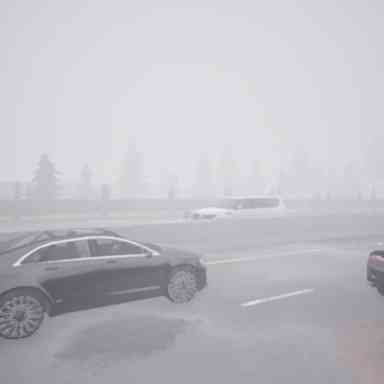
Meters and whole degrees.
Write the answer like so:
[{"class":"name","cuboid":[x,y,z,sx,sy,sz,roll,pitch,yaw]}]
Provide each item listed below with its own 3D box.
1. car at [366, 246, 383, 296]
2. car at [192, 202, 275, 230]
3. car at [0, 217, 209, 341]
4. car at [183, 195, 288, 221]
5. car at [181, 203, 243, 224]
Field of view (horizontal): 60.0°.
[{"class":"car","cuboid":[5.808,1.499,7.068,4.902,1.511,2.128,0,0,-29]},{"class":"car","cuboid":[2.682,1.471,21.438,4.902,1.511,2.128,0,0,-26]},{"class":"car","cuboid":[-1.907,1.466,6.479,4.902,1.511,2.128,0,0,-34]},{"class":"car","cuboid":[2.538,1.202,17.484,5.566,2.045,2.150,0,0,-28]},{"class":"car","cuboid":[1.467,1.536,24.717,4.181,1.385,1.994,0,0,-26]}]
